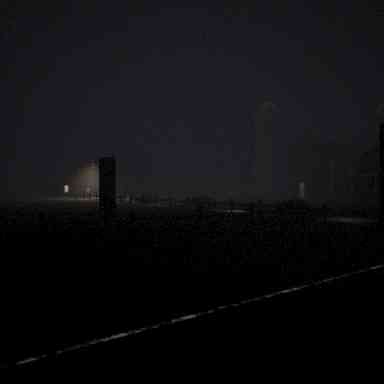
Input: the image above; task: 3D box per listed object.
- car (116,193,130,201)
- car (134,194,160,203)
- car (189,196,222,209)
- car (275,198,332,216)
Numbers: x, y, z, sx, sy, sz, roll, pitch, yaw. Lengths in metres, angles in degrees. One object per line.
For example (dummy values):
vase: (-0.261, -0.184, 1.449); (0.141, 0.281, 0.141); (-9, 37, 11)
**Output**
car: (-13.511, 0.906, 66.064); (1.837, 1.490, 4.892); (-1, 1, -36)
car: (-6.873, 1.077, 51.981); (1.837, 1.490, 4.892); (-1, 1, -36)
car: (1.561, 1.200, 40.221); (2.128, 1.511, 4.902); (-1, 1, -36)
car: (9.643, 1.319, 29.054); (1.882, 1.535, 5.008); (-1, 1, -37)
